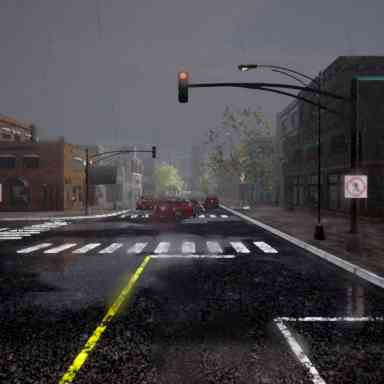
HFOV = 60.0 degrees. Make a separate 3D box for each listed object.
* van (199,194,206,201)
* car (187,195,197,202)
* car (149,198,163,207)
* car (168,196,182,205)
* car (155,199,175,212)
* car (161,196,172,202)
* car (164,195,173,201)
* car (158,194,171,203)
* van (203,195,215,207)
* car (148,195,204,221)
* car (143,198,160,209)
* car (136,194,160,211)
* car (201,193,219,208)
[{"bbox_3d":[2.706,1.320,85.795,1.690,1.788,3.998,-1,0,0],"label":"van"},{"bbox_3d":[0.019,1.506,77.210,2.128,1.511,4.902,0,0,0],"label":"car"},{"bbox_3d":[-5.680,1.570,52.533,1.802,1.307,4.206,-1,0,0],"label":"car"},{"bbox_3d":[-2.989,1.478,58.827,2.128,1.511,4.902,0,0,0],"label":"car"},{"bbox_3d":[-3.085,1.556,38.897,1.994,1.385,4.181,0,0,0],"label":"car"},{"bbox_3d":[-5.675,1.548,74.709,1.947,1.339,4.313,-1,0,0],"label":"car"},{"bbox_3d":[-5.674,1.525,80.253,1.887,1.381,4.507,-1,0,0],"label":"car"},{"bbox_3d":[-5.678,1.299,69.165,2.192,1.841,5.009,-1,0,0],"label":"car"},{"bbox_3d":[2.699,1.329,52.531,1.690,1.788,3.998,-1,0,0],"label":"van"},{"bbox_3d":[-1.221,1.354,27.715,2.097,1.767,4.553,0,0,30],"label":"car"},{"bbox_3d":[-5.681,1.534,46.988,1.887,1.381,4.507,-1,0,0],"label":"car"},{"bbox_3d":[-5.684,1.306,41.445,2.192,1.841,5.009,-1,0,0],"label":"car"},{"bbox_3d":[2.697,1.305,46.987,2.192,1.841,5.009,-1,0,0],"label":"car"}]
